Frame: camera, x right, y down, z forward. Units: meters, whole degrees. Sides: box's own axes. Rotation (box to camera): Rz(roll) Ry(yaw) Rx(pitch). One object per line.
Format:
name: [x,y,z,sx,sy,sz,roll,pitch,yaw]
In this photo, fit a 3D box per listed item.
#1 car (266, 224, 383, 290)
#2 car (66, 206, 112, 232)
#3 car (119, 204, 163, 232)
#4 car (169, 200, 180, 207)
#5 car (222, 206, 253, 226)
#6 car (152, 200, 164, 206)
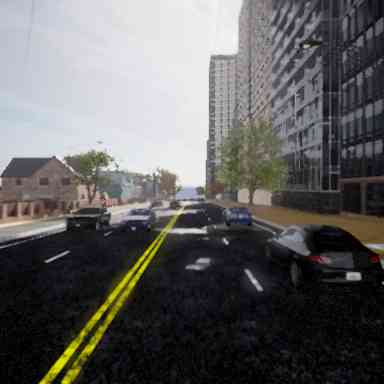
car: [3.344,1.603,9.182,1.812,1.442,4.674,0,-1,0]
car: [-6.598,1.661,21.750,1.882,1.535,5.008,0,-1,0]
car: [-3.350,1.732,21.779,2.033,1.411,5.357,0,-1,0]
car: [-3.262,2.150,63.213,1.994,1.385,4.181,0,-1,0]
car: [3.350,1.766,25.302,2.033,1.411,5.357,0,-1,0]
car: [-6.512,2.150,63.212,1.994,1.385,4.181,0,-1,0]
